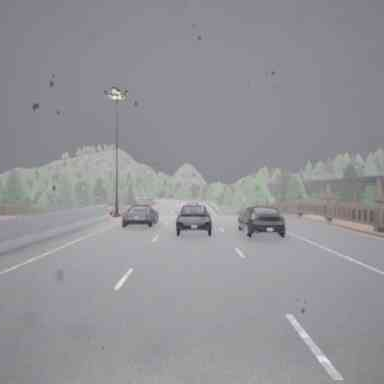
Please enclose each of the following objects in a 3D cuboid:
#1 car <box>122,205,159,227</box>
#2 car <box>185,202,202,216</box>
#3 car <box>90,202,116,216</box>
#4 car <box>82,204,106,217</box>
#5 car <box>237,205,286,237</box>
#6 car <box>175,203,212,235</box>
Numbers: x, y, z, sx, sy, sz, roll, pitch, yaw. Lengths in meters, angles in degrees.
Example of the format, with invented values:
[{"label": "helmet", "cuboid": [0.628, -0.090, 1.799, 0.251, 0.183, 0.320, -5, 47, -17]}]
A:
[{"label": "car", "cuboid": [-3.394, 1.532, 22.421, 1.994, 1.385, 4.181, 0, 0, 0]}, {"label": "car", "cuboid": [0.123, 1.971, 37.791, 1.812, 1.442, 4.674, 0, -3, 0]}, {"label": "car", "cuboid": [-10.572, 2.018, 41.110, 2.097, 1.767, 4.553, 0, -4, 0]}, {"label": "car", "cuboid": [-14.050, 2.721, 47.827, 1.882, 1.535, 5.008, 0, -6, 0]}, {"label": "car", "cuboid": [3.605, 1.476, 17.772, 1.837, 1.490, 4.892, 0, 0, 0]}, {"label": "car", "cuboid": [0.105, 1.462, 18.502, 2.128, 1.511, 4.902, 0, 0, 0]}]
